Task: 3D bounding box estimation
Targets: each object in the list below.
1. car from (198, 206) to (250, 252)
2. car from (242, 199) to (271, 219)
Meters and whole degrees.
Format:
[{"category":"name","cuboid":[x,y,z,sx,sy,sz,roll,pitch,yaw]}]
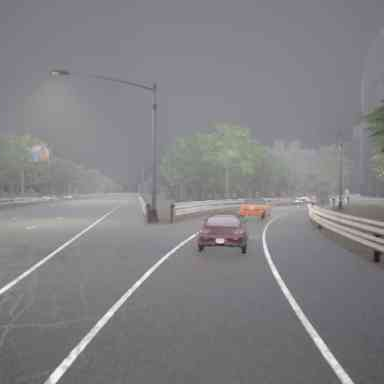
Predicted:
[{"category":"car","cuboid":[1.386,1.538,13.889,1.812,1.442,4.674,0,0,10]},{"category":"car","cuboid":[5.686,1.387,29.459,2.097,1.767,4.553,1,0,21]}]
